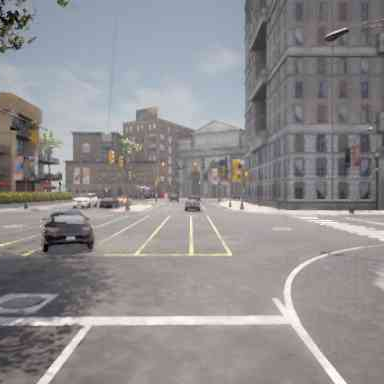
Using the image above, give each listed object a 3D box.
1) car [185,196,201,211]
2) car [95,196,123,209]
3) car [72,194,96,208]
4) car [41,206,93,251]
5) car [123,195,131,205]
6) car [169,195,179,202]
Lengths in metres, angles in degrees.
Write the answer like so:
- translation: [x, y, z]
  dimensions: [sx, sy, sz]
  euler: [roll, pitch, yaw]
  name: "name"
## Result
- translation: [0.066, 1.566, 41.772]
  dimensions: [2.033, 1.411, 5.357]
  euler: [0, 0, 0]
  name: "car"
- translation: [-11.564, 1.499, 46.653]
  dimensions: [1.882, 1.535, 5.008]
  euler: [0, 0, 1]
  name: "car"
- translation: [-15.054, 1.243, 47.175]
  dimensions: [2.150, 2.045, 5.566]
  euler: [0, 0, 0]
  name: "car"
- translation: [-5.403, 1.532, 14.284]
  dimensions: [1.812, 1.442, 4.674]
  euler: [1, 0, -24]
  name: "car"
- translation: [-11.577, 1.377, 55.789]
  dimensions: [2.097, 1.767, 4.553]
  euler: [0, 0, 0]
  name: "car"
- translation: [-3.966, 1.348, 72.736]
  dimensions: [1.837, 1.490, 4.892]
  euler: [0, 0, -9]
  name: "car"
